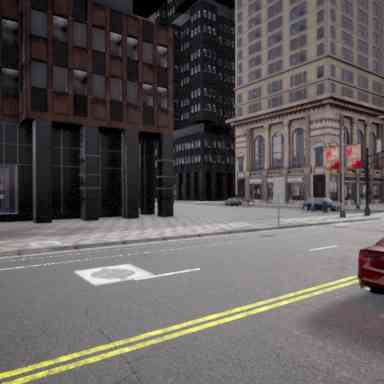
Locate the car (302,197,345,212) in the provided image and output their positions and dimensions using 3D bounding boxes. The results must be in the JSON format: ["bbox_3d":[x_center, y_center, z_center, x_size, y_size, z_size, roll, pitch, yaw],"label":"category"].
[{"bbox_3d":[14.987,1.373,37.949,2.097,1.767,4.553,0,0,-35],"label":"car"}]

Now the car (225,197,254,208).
[{"bbox_3d":[7.015,1.528,49.219,2.128,1.511,4.902,0,0,-35],"label":"car"}]

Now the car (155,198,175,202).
[{"bbox_3d":[-5.573,1.613,67.181,2.033,1.411,5.357,0,0,-35],"label":"car"}]

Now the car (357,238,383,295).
[{"bbox_3d":[5.737,1.476,7.541,5.008,1.535,1.882,0,0,-36],"label":"car"}]
